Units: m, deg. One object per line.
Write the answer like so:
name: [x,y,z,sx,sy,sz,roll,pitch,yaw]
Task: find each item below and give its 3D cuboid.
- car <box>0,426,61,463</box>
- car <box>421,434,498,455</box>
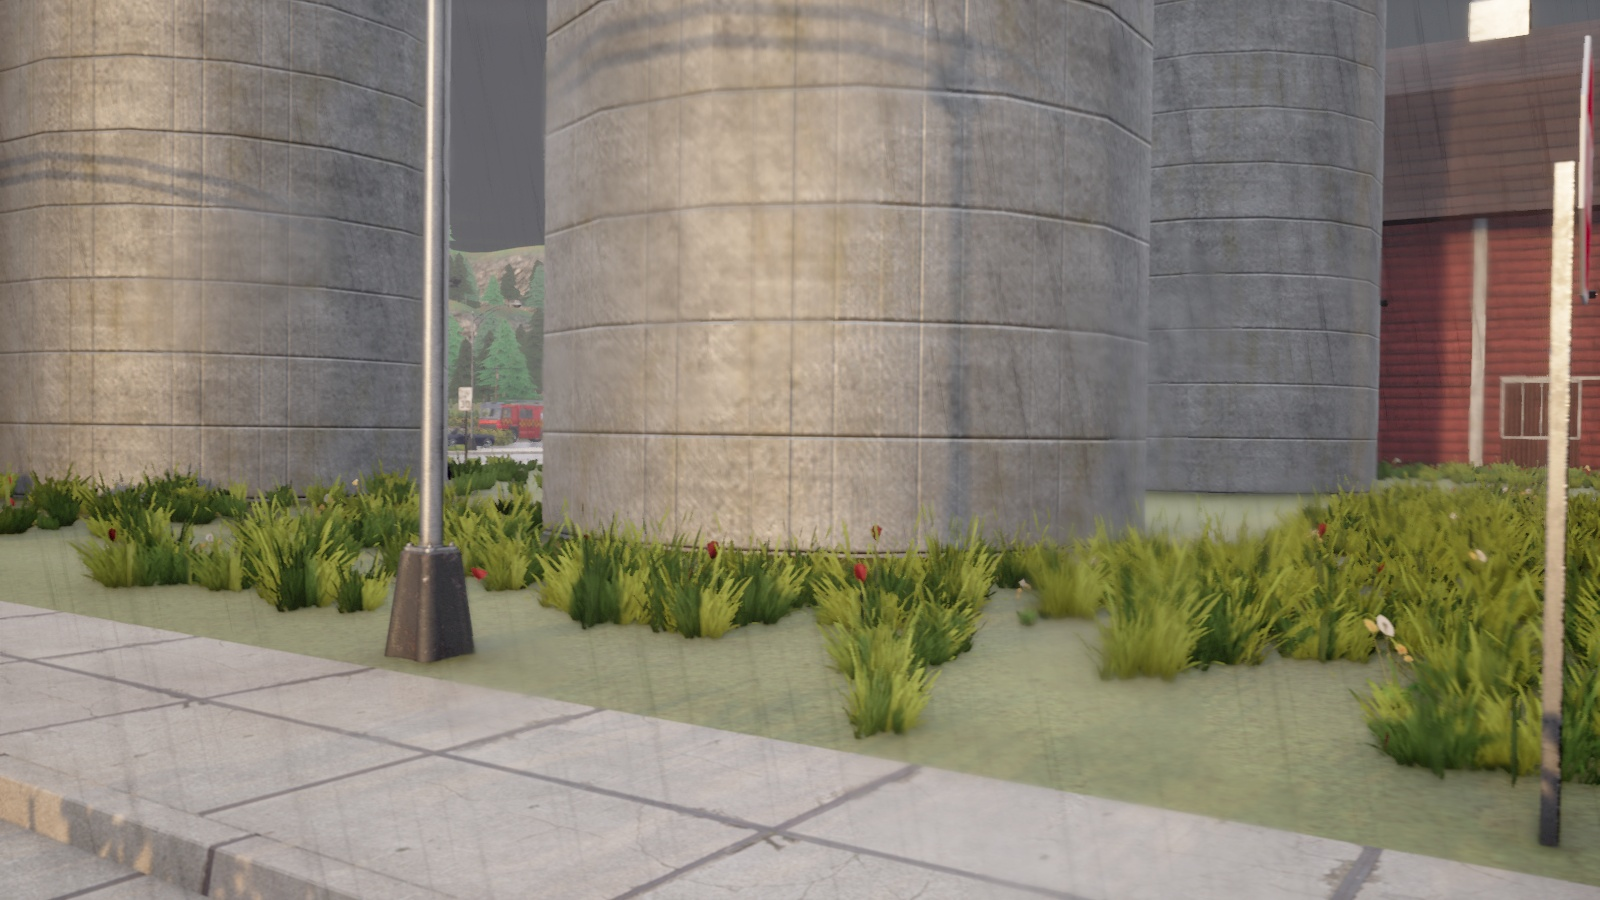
car: [-40.310,-0.297,64.376,3.866,1.878,1.905,0,1,11]
car: [-21.953,-0.360,81.125,1.895,1.301,4.718,0,1,33]
